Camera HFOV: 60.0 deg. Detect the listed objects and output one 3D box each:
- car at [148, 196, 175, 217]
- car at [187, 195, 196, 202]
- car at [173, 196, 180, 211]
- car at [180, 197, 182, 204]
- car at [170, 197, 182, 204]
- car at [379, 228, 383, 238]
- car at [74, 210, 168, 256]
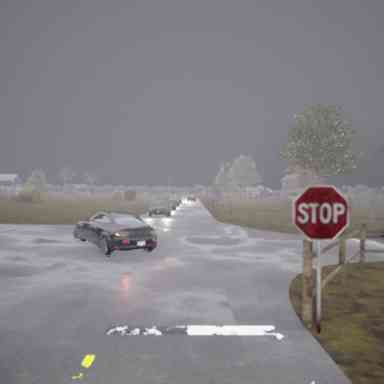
[{"bbox_3d":[-2.871,1.440,30.708,1.837,1.490,4.892,0,0,0],"label":"car"},{"bbox_3d":[-0.054,1.357,72.029,1.882,1.535,5.008,0,0,0],"label":"car"},{"bbox_3d":[-2.869,1.481,39.853,1.994,1.385,4.181,0,0,0],"label":"car"},{"bbox_3d":[-2.873,1.381,49.521,1.882,1.535,5.008,0,0,0],"label":"car"},{"bbox_3d":[-2.826,1.493,59.542,1.895,1.301,4.718,0,0,0],"label":"car"},{"bbox_3d":[12.733,2.054,17.140,5.357,1.411,2.033,2,0,-2],"label":"car"},{"bbox_3d":[-3.071,1.454,13.083,1.812,1.442,4.674,2,2,-36],"label":"car"}]
